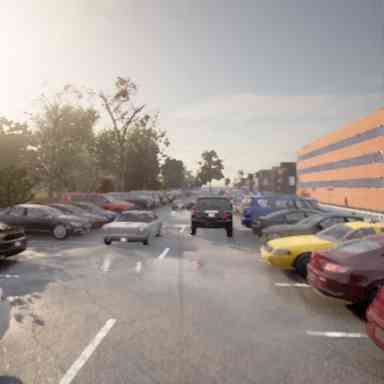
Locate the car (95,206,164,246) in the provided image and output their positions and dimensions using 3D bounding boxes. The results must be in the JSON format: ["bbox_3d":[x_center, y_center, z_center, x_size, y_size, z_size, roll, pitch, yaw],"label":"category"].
[{"bbox_3d":[-2.532,1.540,15.085,1.895,1.301,4.718,1,0,3],"label":"car"}]

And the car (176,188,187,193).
[{"bbox_3d":[-4.046,0.574,69.394,4.892,1.521,2.231,1,1,3],"label":"car"}]

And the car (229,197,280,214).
[{"bbox_3d":[6.451,1.369,34.876,5.008,1.535,2.097,1,1,3],"label":"car"}]

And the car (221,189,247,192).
[{"bbox_3d":[6.934,0.957,43.333,5.566,2.045,2.435,1,1,3],"label":"car"}]

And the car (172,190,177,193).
[{"bbox_3d":[-5.260,0.948,49.545,5.008,1.535,2.097,1,1,3],"label":"car"}]

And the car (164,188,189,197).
[{"bbox_3d":[-3.518,0.159,77.718,5.566,2.045,2.435,1,1,3],"label":"car"}]

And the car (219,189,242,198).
[{"bbox_3d":[9.215,0.255,79.990,5.566,2.045,2.435,1,1,3],"label":"car"}]

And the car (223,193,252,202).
[{"bbox_3d":[7.817,0.983,57.437,4.674,1.452,2.002,1,1,3],"label":"car"}]

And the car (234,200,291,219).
[{"bbox_3d":[6.100,1.511,29.228,4.674,1.452,2.002,1,1,3],"label":"car"}]

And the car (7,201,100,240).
[{"bbox_3d":[-7.314,1.360,15.830,4.892,1.521,2.231,1,0,3],"label":"car"}]

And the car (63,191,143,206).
[{"bbox_3d":[-6.771,1.098,24.158,5.566,2.045,2.435,1,0,3],"label":"car"}]

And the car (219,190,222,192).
[{"bbox_3d":[2.937,0.937,48.316,2.097,1.767,4.553,1,1,4],"label":"car"}]

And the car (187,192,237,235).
[{"bbox_3d":[1.129,1.201,18.876,2.150,2.045,5.566,1,0,4],"label":"car"}]

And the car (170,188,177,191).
[{"bbox_3d":[-5.113,0.769,52.362,4.553,1.767,2.185,1,1,3],"label":"car"}]

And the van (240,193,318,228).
[{"bbox_3d":[5.476,1.282,20.759,4.442,1.987,1.878,1,0,3],"label":"van"}]

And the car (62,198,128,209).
[{"bbox_3d":[-6.944,1.382,21.340,4.792,1.488,2.163,1,0,3],"label":"car"}]

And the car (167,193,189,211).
[{"bbox_3d":[-1.094,1.248,37.322,2.128,1.511,4.902,1,1,4],"label":"car"}]

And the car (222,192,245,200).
[{"bbox_3d":[8.502,0.769,68.717,4.674,1.452,2.002,1,1,3],"label":"car"}]

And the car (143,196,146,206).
[{"bbox_3d":[-6.625,1.342,26.990,5.008,1.535,2.097,1,0,3],"label":"car"}]

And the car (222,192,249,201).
[{"bbox_3d":[8.186,0.866,63.075,4.792,1.488,2.163,1,1,3],"label":"car"}]

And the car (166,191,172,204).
[{"bbox_3d":[-5.596,1.054,44.033,4.892,1.521,2.231,1,1,3],"label":"car"}]

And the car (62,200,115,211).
[{"bbox_3d":[-7.115,1.385,18.522,4.792,1.488,2.163,1,0,3],"label":"car"}]

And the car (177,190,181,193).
[{"bbox_3d":[-4.907,0.842,55.180,5.008,1.535,2.097,1,1,3],"label":"car"}]

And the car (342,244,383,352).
[{"bbox_3d":[4.564,1.570,3.830,4.674,1.452,2.002,1,0,3],"label":"car"}]

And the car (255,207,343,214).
[{"bbox_3d":[5.083,1.520,12.292,5.008,1.535,2.097,1,0,3],"label":"car"}]

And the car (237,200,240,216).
[{"bbox_3d":[5.757,1.546,23.573,4.674,1.452,2.002,1,0,3],"label":"car"}]

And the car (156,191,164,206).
[{"bbox_3d":[-5.909,1.036,38.269,4.553,1.767,2.185,1,1,3],"label":"car"}]

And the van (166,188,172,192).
[{"bbox_3d":[-5.531,0.772,46.855,4.442,1.987,1.878,1,1,3],"label":"van"}]

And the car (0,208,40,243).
[{"bbox_3d":[-7.652,1.366,10.068,5.008,1.535,2.097,1,0,3],"label":"car"}]

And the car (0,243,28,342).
[{"bbox_3d":[-3.328,1.481,2.468,1.812,1.442,4.674,1,0,4],"label":"car"}]

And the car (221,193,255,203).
[{"bbox_3d":[7.458,0.990,54.627,5.366,1.575,1.946,1,1,3],"label":"car"}]

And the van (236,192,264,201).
[{"bbox_3d":[5.810,1.272,26.280,4.442,1.987,1.878,1,0,3],"label":"van"}]

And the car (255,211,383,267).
[{"bbox_3d":[4.723,1.518,9.482,5.366,1.575,1.946,1,0,3],"label":"car"}]

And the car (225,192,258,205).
[{"bbox_3d":[7.271,0.976,48.976,4.553,1.767,2.185,1,1,3],"label":"car"}]

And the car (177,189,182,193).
[{"bbox_3d":[-4.746,0.788,57.998,5.008,1.535,2.097,1,1,3],"label":"car"}]

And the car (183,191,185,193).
[{"bbox_3d":[-4.387,0.680,63.758,5.008,1.535,2.097,1,1,3],"label":"car"}]

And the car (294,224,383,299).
[{"bbox_3d":[4.734,1.567,6.650,4.674,1.452,2.002,1,0,3],"label":"car"}]

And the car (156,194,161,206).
[{"bbox_3d":[-6.137,1.241,35.583,4.792,1.488,2.163,1,1,3],"label":"car"}]

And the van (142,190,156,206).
[{"bbox_3d":[-6.157,1.041,32.748,4.442,1.987,1.878,1,1,4],"label":"van"}]

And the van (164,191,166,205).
[{"bbox_3d":[-5.877,0.879,41.217,4.442,1.987,1.878,1,1,3],"label":"van"}]

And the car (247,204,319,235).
[{"bbox_3d":[5.243,1.516,15.112,5.008,1.535,2.097,1,0,3],"label":"car"}]

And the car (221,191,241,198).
[{"bbox_3d":[9.015,0.603,77.178,4.674,1.452,2.002,1,1,3],"label":"car"}]

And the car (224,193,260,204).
[{"bbox_3d":[7.658,1.048,51.785,5.366,1.575,1.946,1,1,3],"label":"car"}]

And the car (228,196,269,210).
[{"bbox_3d":[6.785,1.302,40.517,4.674,1.452,2.002,1,1,3],"label":"car"}]

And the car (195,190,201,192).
[{"bbox_3d":[1.412,0.287,78.426,1.812,1.442,4.674,1,1,3],"label":"car"}]

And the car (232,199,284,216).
[{"bbox_3d":[6.277,1.462,32.057,4.674,1.452,2.002,1,1,3],"label":"car"}]
